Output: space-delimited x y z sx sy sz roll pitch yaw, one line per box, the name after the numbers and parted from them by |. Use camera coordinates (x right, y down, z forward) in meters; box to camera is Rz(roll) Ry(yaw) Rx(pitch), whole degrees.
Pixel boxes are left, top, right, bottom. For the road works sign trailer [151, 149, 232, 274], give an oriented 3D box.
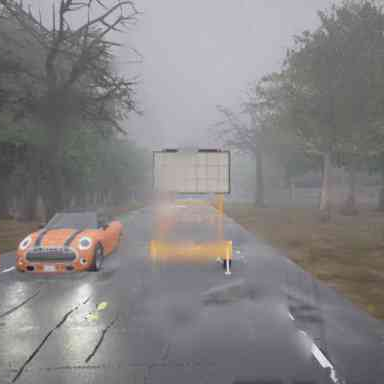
-0.017 0.457 10.486 2.380 3.560 2.880 0 0 0 | road works sign trailer

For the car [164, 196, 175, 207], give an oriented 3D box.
-3.685 1.435 51.174 2.128 1.511 4.902 0 0 0 | car

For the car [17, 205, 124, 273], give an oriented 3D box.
-3.619 1.344 10.683 2.097 1.767 4.553 0 0 0 | car
